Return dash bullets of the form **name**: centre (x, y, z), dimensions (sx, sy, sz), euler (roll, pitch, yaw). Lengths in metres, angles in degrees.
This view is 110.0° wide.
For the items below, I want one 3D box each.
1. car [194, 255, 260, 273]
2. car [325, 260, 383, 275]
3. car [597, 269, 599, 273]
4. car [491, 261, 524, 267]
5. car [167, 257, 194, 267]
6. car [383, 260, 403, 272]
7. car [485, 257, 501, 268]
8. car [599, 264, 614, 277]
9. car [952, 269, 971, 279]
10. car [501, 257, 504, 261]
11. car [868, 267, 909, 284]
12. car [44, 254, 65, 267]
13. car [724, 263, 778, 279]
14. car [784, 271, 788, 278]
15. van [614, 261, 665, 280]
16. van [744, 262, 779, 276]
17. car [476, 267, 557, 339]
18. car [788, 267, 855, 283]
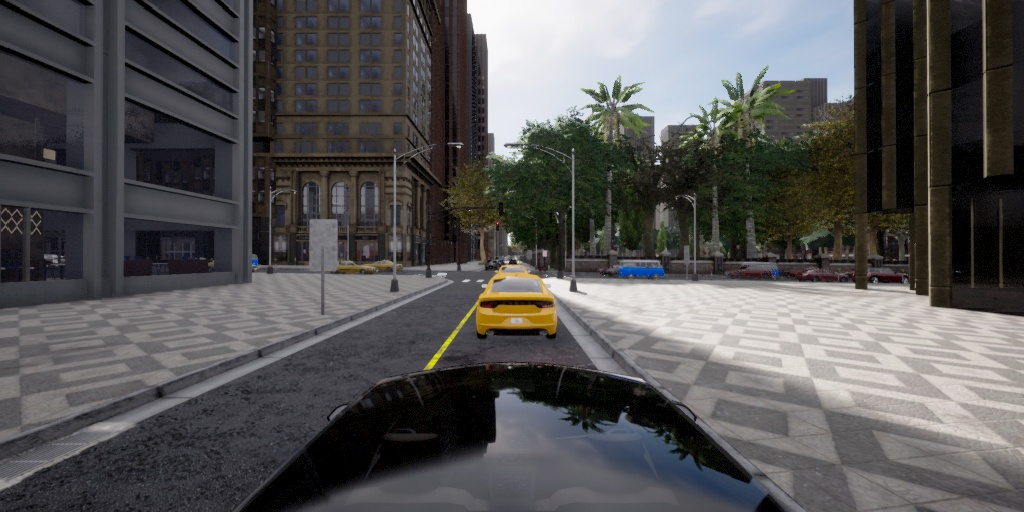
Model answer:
- **car**: centre (-26.304, 0.866, 33.433), dimensions (4.829, 1.417, 1.751), euler (0, 0, 0)
- **car**: centre (-14.964, 1.051, 33.358), dimensions (4.829, 1.417, 1.751), euler (0, 0, 0)
- **car**: centre (11.998, 1.604, 41.707), dimensions (4.207, 1.307, 1.802), euler (0, 0, 0)
- **car**: centre (0.049, 1.234, 20.197), dimensions (1.882, 1.535, 5.008), euler (0, 0, 0)
- **car**: centre (-37.767, 0.772, 42.033), dimensions (4.313, 1.339, 1.948), euler (0, 0, 0)
- **car**: centre (-15.258, 1.100, 41.885), dimensions (4.829, 1.417, 1.751), euler (0, 0, 0)
- **car**: centre (-2.953, 1.311, 52.712), dimensions (1.837, 1.490, 4.892), euler (0, 0, 0)
- **car**: centre (12.655, 1.565, 39.041), dimensions (5.357, 1.411, 2.033), euler (1, 0, 0)
- **car**: centre (46.853, 2.129, 38.718), dimensions (5.357, 1.411, 2.033), euler (1, 0, 0)
- **car**: centre (-2.892, 1.365, 64.128), dimensions (1.812, 1.442, 4.674), euler (0, 0, 0)
- **car**: centre (34.047, 1.778, 33.036), dimensions (4.097, 1.591, 1.967), euler (0, 0, 0)
- **car**: centre (-43.486, 0.506, 33.545), dimensions (4.097, 1.591, 1.967), euler (0, 0, 0)
- **car**: centre (25.668, 1.758, 38.955), dimensions (4.674, 1.442, 1.812), euler (1, 0, 0)
- **car**: centre (34.091, 1.932, 41.562), dimensions (4.507, 1.381, 1.888), euler (0, 0, 0)
- **van**: centre (11.953, 1.314, 33.181), dimensions (3.998, 1.789, 1.690), euler (0, 0, 0)
- **van**: centre (28.568, 1.636, 41.598), dimensions (3.998, 1.789, 1.690), euler (0, 0, 0)
- **car**: centre (0.115, 1.229, 10.136), dimensions (1.882, 1.535, 5.008), euler (0, 0, 0)
- **car**: centre (28.523, 1.829, 33.072), dimensions (4.207, 1.307, 1.802), euler (0, 0, 0)
